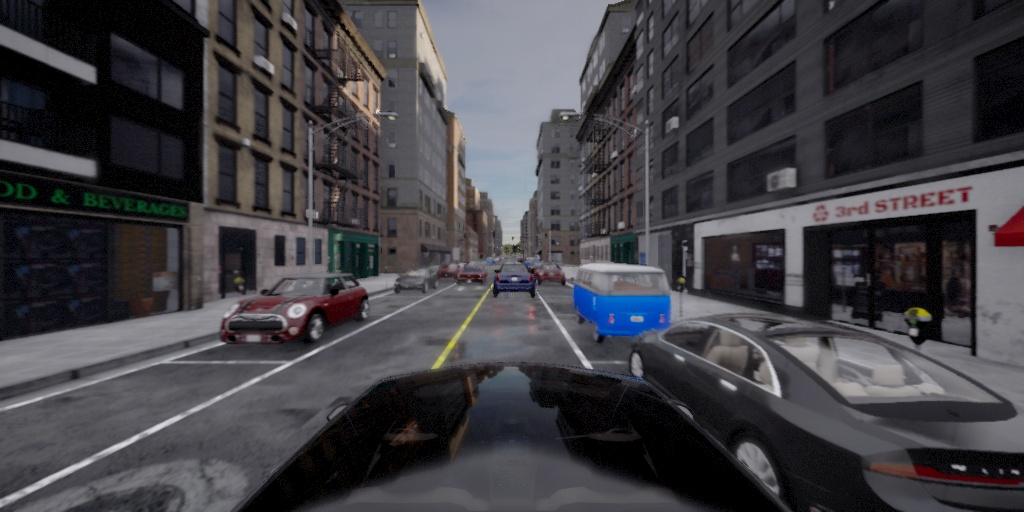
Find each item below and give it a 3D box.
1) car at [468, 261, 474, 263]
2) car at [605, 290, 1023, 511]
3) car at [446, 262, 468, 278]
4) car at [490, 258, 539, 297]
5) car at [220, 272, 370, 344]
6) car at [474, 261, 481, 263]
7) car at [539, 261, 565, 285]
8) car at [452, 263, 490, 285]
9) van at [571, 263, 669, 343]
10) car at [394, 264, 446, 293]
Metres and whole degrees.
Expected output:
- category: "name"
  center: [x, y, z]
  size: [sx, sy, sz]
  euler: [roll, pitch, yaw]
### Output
- category: "car"
  center: [-5.338, 1.371, 37.011]
  size: [1.802, 1.307, 4.207]
  euler: [0, 0, 0]
- category: "car"
  center: [2.639, 1.302, 3.934]
  size: [2.007, 1.370, 4.403]
  euler: [0, 0, 0]
- category: "car"
  center: [-5.346, 1.328, 31.499]
  size: [1.888, 1.381, 4.507]
  euler: [0, 0, 0]
- category: "car"
  center: [0.124, 1.120, 19.145]
  size: [2.097, 1.767, 4.553]
  euler: [0, 0, 0]
- category: "car"
  center: [-5.378, 1.197, 9.456]
  size: [1.967, 1.591, 4.097]
  euler: [0, 0, 0]
- category: "car"
  center: [-5.322, 1.345, 48.033]
  size: [1.888, 1.381, 4.507]
  euler: [0, 0, 0]
- category: "car"
  center: [2.671, 1.215, 25.977]
  size: [1.967, 1.591, 4.097]
  euler: [0, 0, 0]
- category: "car"
  center: [-2.808, 1.377, 25.936]
  size: [1.895, 1.301, 4.718]
  euler: [0, 0, 0]
- category: "van"
  center: [2.647, 1.098, 9.444]
  size: [1.690, 1.789, 3.998]
  euler: [0, 0, 0]
- category: "car"
  center: [-5.362, 1.320, 20.477]
  size: [2.007, 1.370, 4.403]
  euler: [0, 0, 0]
